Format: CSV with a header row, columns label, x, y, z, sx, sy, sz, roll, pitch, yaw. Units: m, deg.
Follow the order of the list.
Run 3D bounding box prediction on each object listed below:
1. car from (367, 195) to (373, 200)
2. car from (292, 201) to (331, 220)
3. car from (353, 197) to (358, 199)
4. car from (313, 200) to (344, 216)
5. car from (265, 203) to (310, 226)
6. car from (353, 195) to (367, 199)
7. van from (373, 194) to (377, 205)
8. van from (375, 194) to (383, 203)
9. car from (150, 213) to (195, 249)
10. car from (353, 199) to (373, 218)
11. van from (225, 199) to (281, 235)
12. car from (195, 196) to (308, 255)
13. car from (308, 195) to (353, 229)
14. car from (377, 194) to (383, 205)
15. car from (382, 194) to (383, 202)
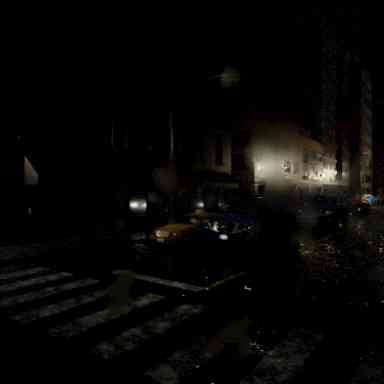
label,x,y,z,sx,sy,sz,roll,pitch,yaw
car,23.694,1.392,46.882,1.967,1.590,4.097,0,0,36
car,10.332,1.525,28.561,2.008,1.369,4.403,0,0,36
car,17.013,1.529,37.721,1.947,1.339,4.313,0,0,36
car,13.672,1.535,33.141,1.947,1.339,4.313,0,0,36
car,6.991,1.560,23.980,1.802,1.307,4.206,0,0,36
car,20.354,1.272,42.301,2.192,1.841,5.009,0,0,36
van,27.035,1.287,51.462,1.690,1.788,3.998,0,0,36
van,37.058,1.266,65.204,1.690,1.788,3.998,0,0,36
car,0.209,1.503,14.681,1.752,1.417,4.829,0,0,36
car,14.910,1.579,30.458,1.895,1.301,4.718,0,0,36
van,3.650,1.320,19.398,1.690,1.788,3.998,0,0,36
car,2.713,1.209,13.756,2.150,2.045,5.566,0,0,36
car,8.822,1.207,22.125,2.150,2.045,5.566,0,0,36
car,30.375,1.490,56.044,2.008,1.369,4.403,0,0,36
car,33.616,1.458,60.487,1.752,1.417,4.829,0,0,36
